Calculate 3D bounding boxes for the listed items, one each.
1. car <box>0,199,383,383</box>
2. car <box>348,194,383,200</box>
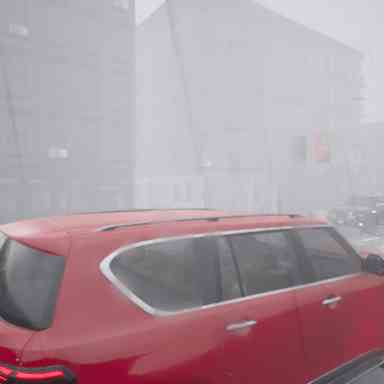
[{"bbox_3d":[0.611,1.212,3.872,5.566,2.045,2.150,0,0,-35],"label":"car"},{"bbox_3d":[9.899,1.154,18.715,5.566,2.045,2.150,0,0,-35],"label":"car"}]
